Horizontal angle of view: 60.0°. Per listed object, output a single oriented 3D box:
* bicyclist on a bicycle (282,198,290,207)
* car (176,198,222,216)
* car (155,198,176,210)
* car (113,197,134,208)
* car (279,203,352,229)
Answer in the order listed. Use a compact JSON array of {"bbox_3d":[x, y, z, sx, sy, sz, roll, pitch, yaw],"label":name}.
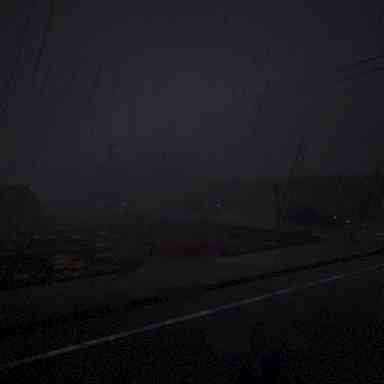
[{"bbox_3d":[9.206,1.444,32.579,1.656,1.620,0.582,-1,1,-35],"label":"bicyclist on a bicycle"},{"bbox_3d":[0.847,1.363,32.214,2.097,1.767,4.553,0,0,-34],"label":"car"},{"bbox_3d":[-2.905,1.551,44.170,2.033,1.411,5.357,0,0,-34],"label":"car"},{"bbox_3d":[-10.104,1.524,48.396,1.837,1.490,4.892,0,0,-33],"label":"car"},{"bbox_3d":[7.946,1.499,21.915,2.128,1.511,4.902,0,0,-35],"label":"car"}]
